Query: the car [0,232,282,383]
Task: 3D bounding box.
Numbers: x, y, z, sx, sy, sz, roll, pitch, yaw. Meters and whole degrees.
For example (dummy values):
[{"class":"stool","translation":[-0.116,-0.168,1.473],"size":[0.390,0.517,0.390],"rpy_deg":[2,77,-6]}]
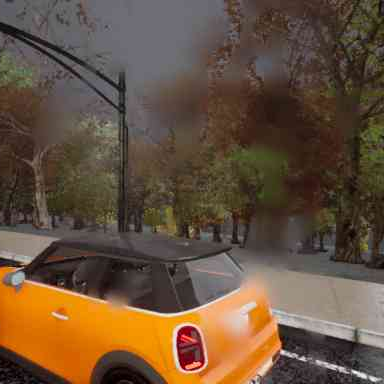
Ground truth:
[{"class":"car","translation":[-1.231,1.351,4.574],"size":[4.553,1.767,2.097],"rpy_deg":[0,0,36]}]
